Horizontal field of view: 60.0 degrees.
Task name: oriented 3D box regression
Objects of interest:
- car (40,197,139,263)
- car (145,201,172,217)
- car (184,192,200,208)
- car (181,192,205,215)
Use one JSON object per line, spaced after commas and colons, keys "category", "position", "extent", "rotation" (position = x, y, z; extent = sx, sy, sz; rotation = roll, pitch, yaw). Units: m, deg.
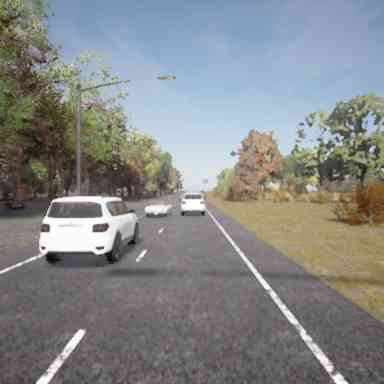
{"category": "car", "position": [-3.373, 1.174, 11.968], "extent": [2.150, 2.045, 5.566], "rotation": [0, 0, 0]}
{"category": "car", "position": [-2.936, 1.482, 30.199], "extent": [1.895, 1.301, 4.718], "rotation": [0, 0, 2]}
{"category": "car", "position": [0.018, 1.050, 45.220], "extent": [2.150, 2.045, 5.566], "rotation": [0, 1, 0]}
{"category": "car", "position": [0.097, 1.095, 31.697], "extent": [2.150, 2.045, 5.566], "rotation": [0, 0, 0]}
